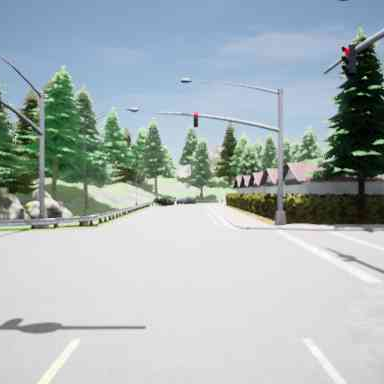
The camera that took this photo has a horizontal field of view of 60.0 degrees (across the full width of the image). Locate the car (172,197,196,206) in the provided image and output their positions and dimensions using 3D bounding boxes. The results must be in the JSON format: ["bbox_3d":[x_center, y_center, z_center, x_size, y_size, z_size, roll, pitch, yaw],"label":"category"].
[{"bbox_3d":[-1.012,1.565,59.401,1.994,1.385,4.181,0,0,36],"label":"car"}]
